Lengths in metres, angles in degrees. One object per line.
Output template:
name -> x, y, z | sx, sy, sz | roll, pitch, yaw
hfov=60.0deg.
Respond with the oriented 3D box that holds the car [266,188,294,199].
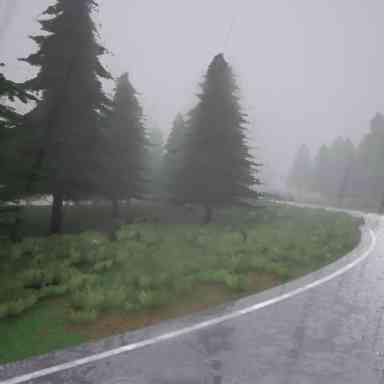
car -> 11.032, 0.322, 42.166 | 2.097, 1.767, 4.553 | 5, 2, -16
